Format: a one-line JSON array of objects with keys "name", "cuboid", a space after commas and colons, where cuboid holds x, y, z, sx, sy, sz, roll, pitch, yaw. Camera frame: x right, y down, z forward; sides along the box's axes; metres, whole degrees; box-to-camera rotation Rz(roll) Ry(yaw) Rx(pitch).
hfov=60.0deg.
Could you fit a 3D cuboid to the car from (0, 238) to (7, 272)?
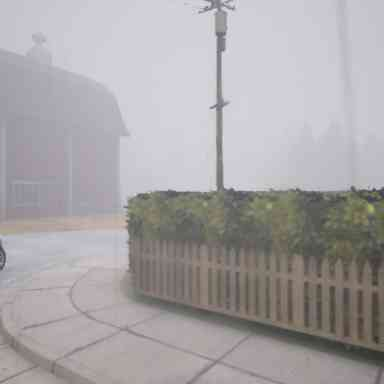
[{"name": "car", "cuboid": [-5.825, 1.338, 7.354, 2.097, 1.767, 4.553, 0, 1, -16]}]
